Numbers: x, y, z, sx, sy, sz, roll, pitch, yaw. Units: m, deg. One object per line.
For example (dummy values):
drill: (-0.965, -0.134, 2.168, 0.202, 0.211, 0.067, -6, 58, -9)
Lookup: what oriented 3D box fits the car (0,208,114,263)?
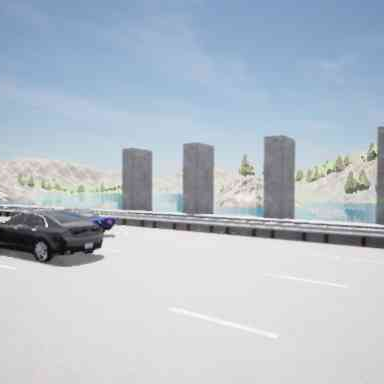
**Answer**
car: (-5.194, 1.370, 11.452, 4.892, 1.490, 1.837, 1, 0, 32)
